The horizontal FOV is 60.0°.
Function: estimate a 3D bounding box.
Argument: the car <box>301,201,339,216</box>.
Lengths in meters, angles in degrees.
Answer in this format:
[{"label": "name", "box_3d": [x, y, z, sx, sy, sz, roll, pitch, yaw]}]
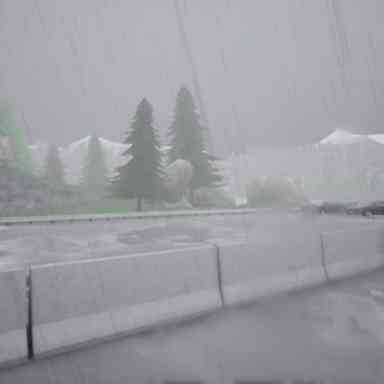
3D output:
[{"label": "car", "box_3d": [12.800, 1.563, 32.087, 4.718, 1.301, 1.895, 0, 0, -26]}]

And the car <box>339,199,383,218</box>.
[{"label": "car", "box_3d": [15.929, 1.440, 29.697, 5.008, 1.535, 1.882, 0, 0, -26]}]
